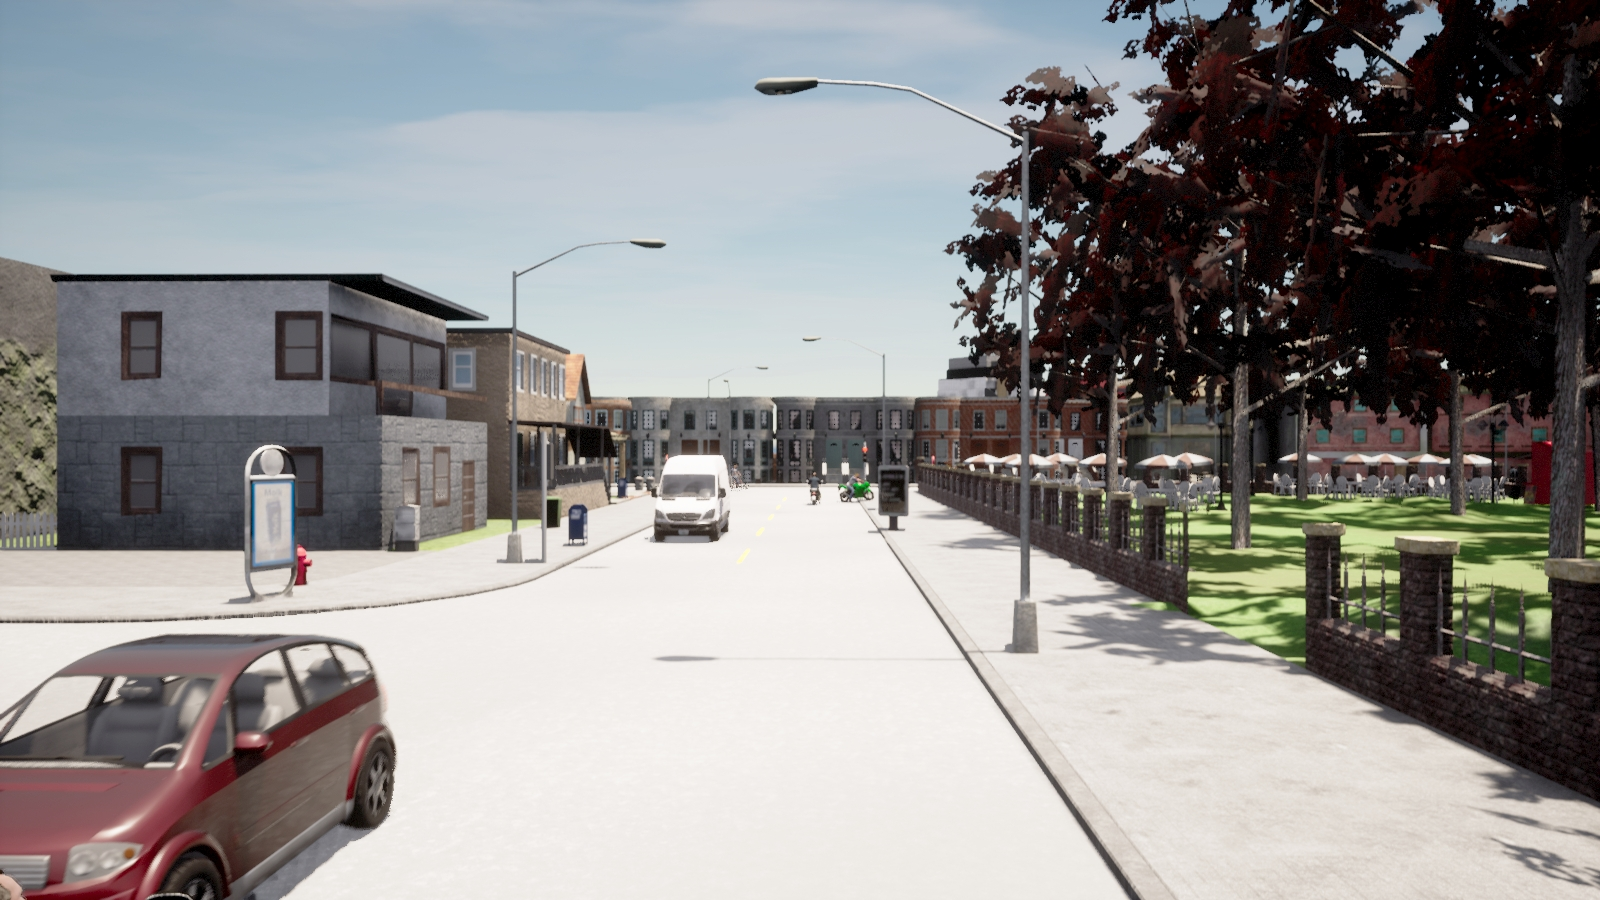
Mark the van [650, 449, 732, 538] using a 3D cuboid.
[{"bbox_3d":[-3.393,1.283,36.734,1.988,2.561,5.915,0,1,1],"label":"van"}]

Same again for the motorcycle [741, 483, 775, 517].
[{"bbox_3d":[-1.677,1.953,45.064,0.867,1.251,2.209,0,0,-15],"label":"motorcycle"}]

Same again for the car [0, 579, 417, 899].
[{"bbox_3d":[-3.959,1.800,7.216,1.789,1.549,3.705,0,0,1],"label":"car"}]

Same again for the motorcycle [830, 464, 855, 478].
[{"bbox_3d":[3.779,1.868,101.151,2.033,1.145,0.803,-5,-2,27],"label":"motorcycle"}]
